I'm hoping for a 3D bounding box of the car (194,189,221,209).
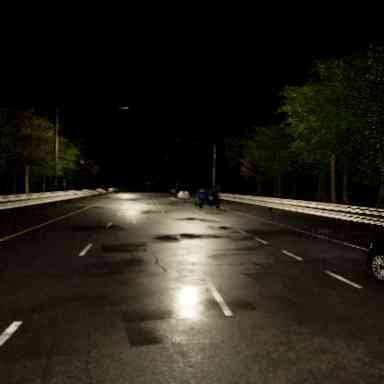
[{"bbox_3d":[1.624,0.717,37.121,2.150,2.045,5.566,1,1,-8],"label":"car"}]

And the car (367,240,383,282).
[{"bbox_3d":[5.829,1.538,6.984,2.128,1.511,4.902,1,1,-8],"label":"car"}]

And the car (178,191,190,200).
[{"bbox_3d":[-1.547,0.603,60.683,1.812,1.442,4.674,1,1,-6],"label":"car"}]
